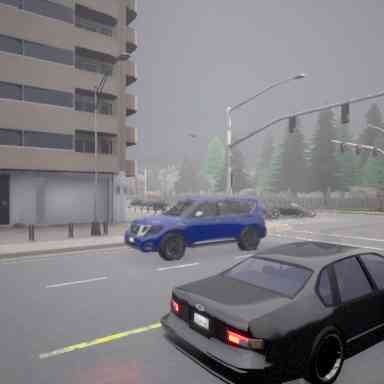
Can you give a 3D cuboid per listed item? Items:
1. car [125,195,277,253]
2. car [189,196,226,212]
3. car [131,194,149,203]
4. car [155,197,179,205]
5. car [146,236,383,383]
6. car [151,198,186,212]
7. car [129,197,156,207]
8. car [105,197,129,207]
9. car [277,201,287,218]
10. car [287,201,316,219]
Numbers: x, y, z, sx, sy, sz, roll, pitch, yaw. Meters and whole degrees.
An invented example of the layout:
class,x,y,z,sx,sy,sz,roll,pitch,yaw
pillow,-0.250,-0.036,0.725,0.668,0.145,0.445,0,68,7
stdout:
class,x,y,z,sx,sy,sz,roll,pitch,yaw
car,0.335,1.221,12.497,5.566,2.045,2.150,0,0,-33
car,1.798,1.408,39.861,2.097,1.767,4.553,0,0,-36
car,-10.952,1.408,69.855,2.097,1.767,4.553,0,0,-36
car,-4.630,1.602,61.124,2.033,1.411,5.357,0,0,-36
car,2.162,1.547,5.320,5.357,1.411,2.033,0,0,-35
car,-2.936,1.560,40.450,1.837,1.490,4.892,0,0,-36
car,-8.001,1.603,53.515,2.033,1.411,5.357,0,0,-35
car,-12.015,1.533,53.113,1.882,1.535,5.008,0,0,-35
car,5.426,1.559,28.729,1.837,1.490,4.892,0,0,-34
car,8.893,1.581,30.107,1.812,1.442,4.674,0,0,-37
